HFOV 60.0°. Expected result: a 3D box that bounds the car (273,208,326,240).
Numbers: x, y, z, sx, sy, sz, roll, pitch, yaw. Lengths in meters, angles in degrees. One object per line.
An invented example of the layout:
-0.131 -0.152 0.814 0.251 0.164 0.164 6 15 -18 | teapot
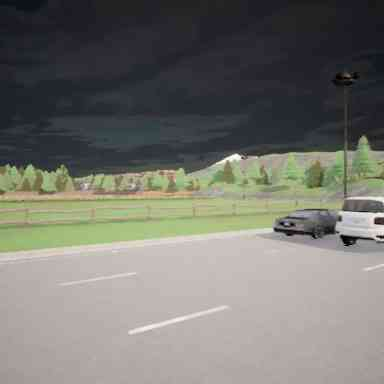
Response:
6.474 1.539 16.967 5.357 1.411 2.033 0 0 -36 | car

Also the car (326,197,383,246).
8.332 1.211 13.996 5.566 2.045 2.150 0 0 -36 | car
